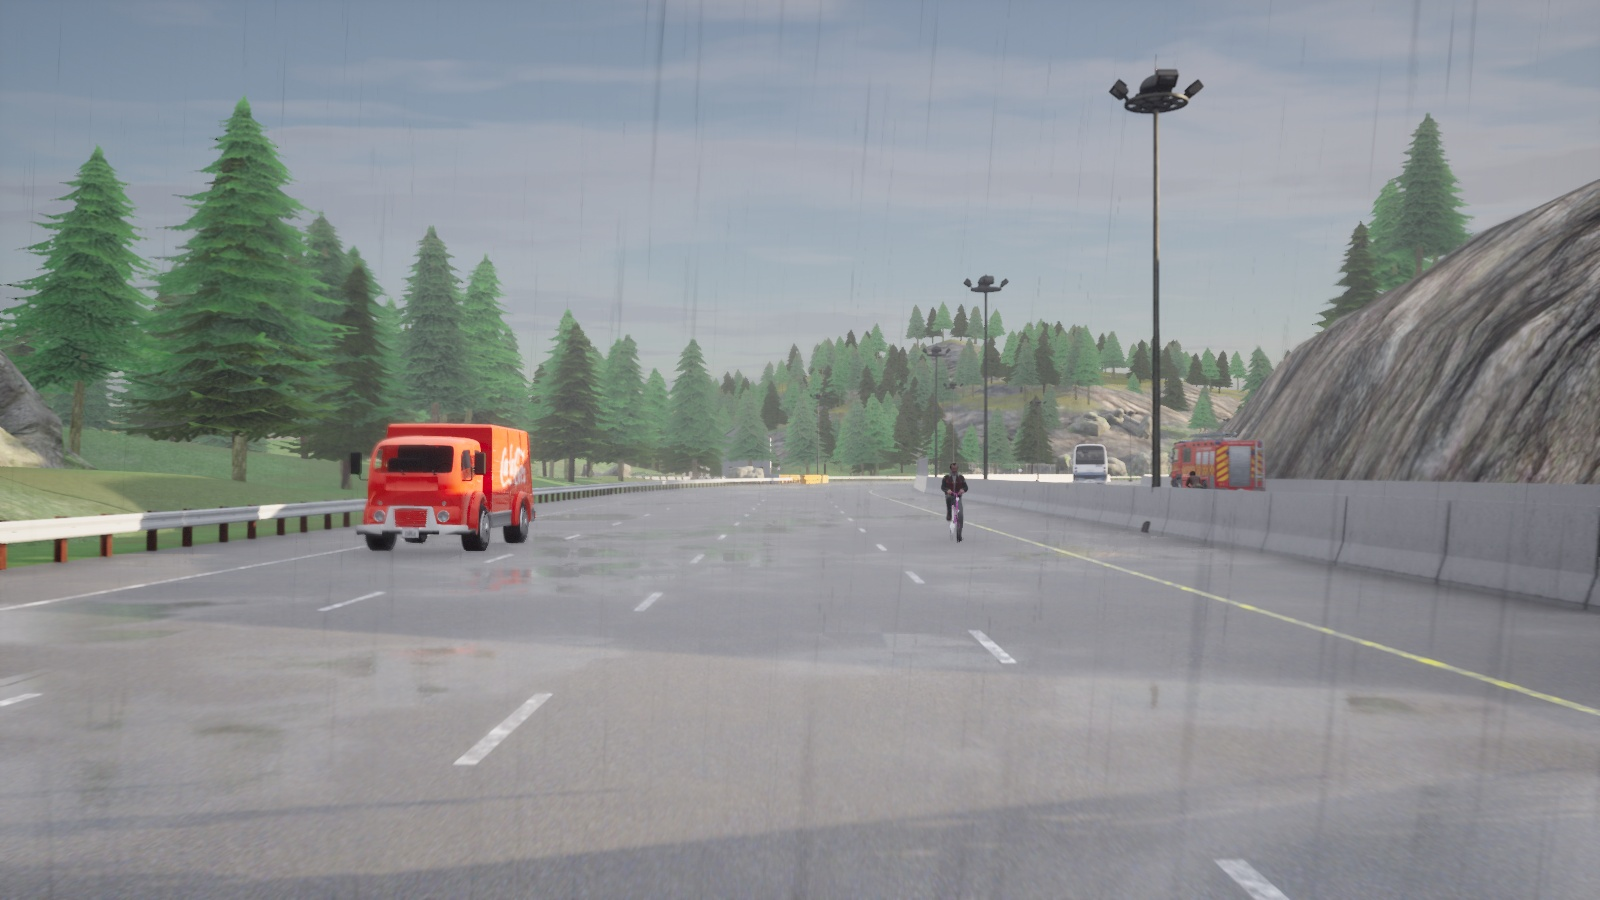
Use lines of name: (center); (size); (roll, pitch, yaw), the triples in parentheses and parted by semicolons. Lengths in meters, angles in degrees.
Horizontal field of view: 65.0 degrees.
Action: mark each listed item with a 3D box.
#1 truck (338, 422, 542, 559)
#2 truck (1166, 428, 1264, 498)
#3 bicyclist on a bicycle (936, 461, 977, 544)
truck: (-7.064, 0.781, 25.374); (2.627, 2.467, 5.204); (0, -1, 0)
truck: (24.316, 0.792, 74.062); (2.891, 3.827, 8.468); (0, -1, 0)
bicyclist on a bicycle: (3.432, 1.135, 27.695); (0.659, 1.776, 1.843); (0, -1, 0)
